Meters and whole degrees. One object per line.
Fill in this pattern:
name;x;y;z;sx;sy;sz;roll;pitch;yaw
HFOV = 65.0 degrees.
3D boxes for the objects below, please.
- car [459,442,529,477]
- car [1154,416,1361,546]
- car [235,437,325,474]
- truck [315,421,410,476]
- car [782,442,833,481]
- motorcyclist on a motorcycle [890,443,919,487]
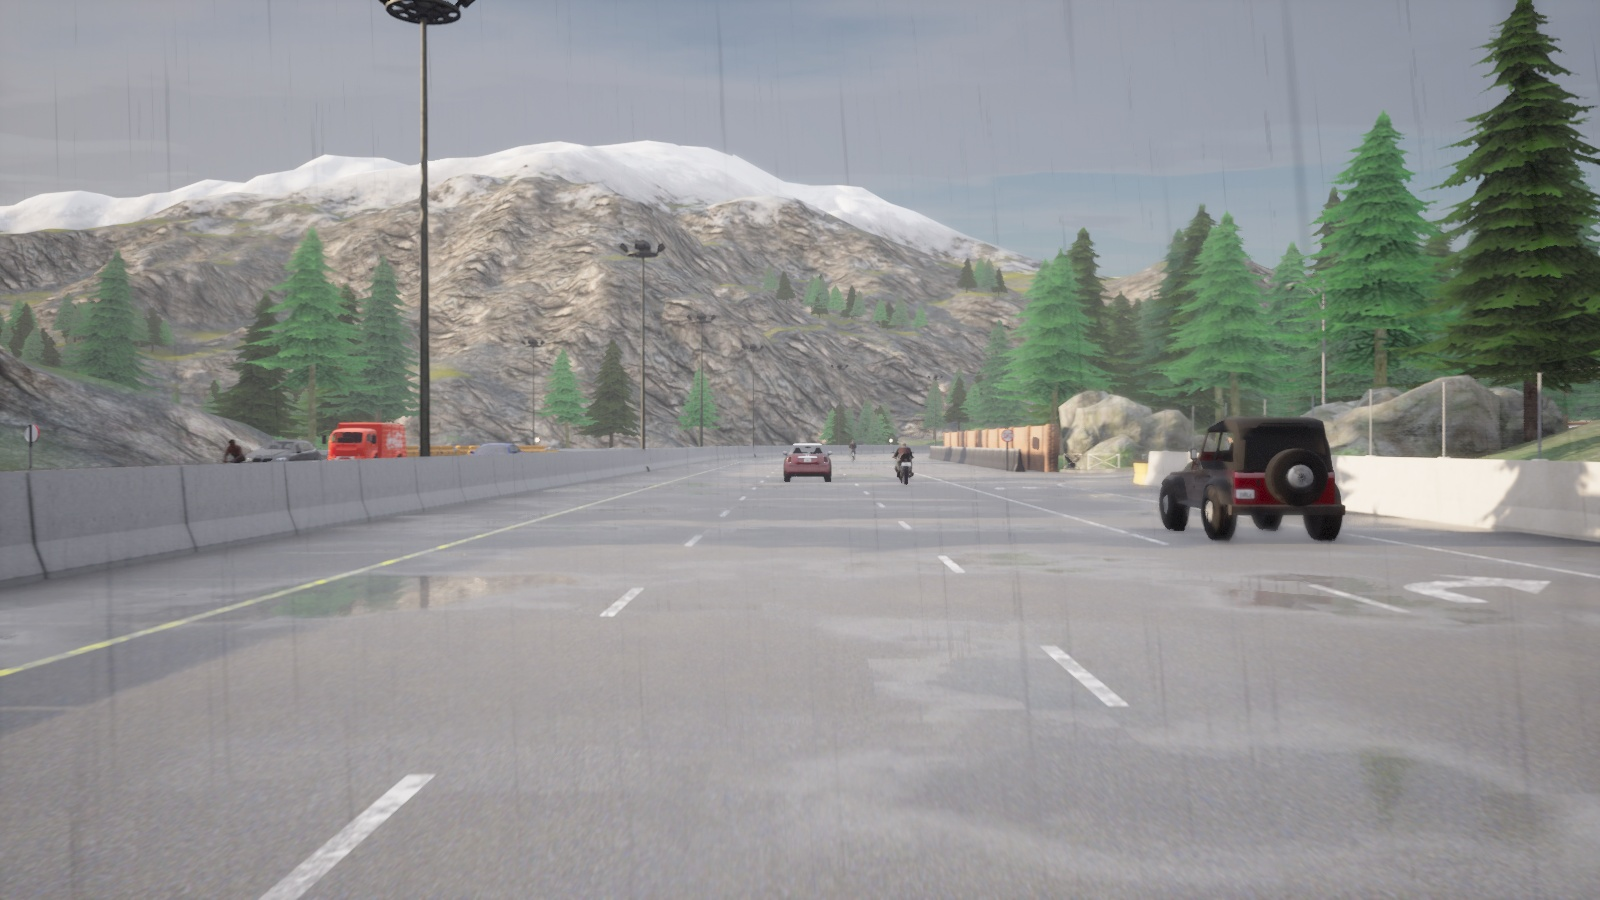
car;-13.664;0.396;56.361;1.882;1.535;5.008;0;0;0
car;7.129;0.435;20.008;1.905;1.878;3.866;0;0;0
car;-24.152;0.242;58.505;2.242;1.667;4.611;0;0;0
truck;-20.646;-0.092;59.543;2.627;2.467;5.204;0;0;0
car;0.298;0.432;49.747;1.970;1.475;3.806;0;0;0
motorcyclist on a motorcycle;3.775;0.527;45.626;0.866;1.530;2.191;0;0;0
